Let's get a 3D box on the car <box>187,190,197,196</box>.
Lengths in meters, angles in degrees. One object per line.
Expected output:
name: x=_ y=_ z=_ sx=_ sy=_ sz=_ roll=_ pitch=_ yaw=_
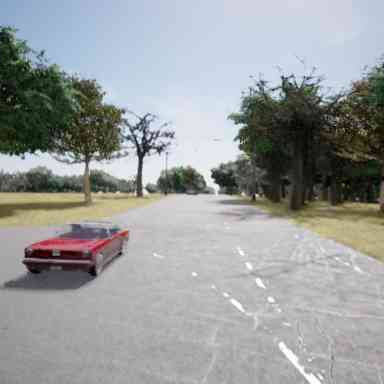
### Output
car: x=-0.049 y=0.255 z=80.441 sx=1.994 sy=1.385 sz=4.181 roll=1 pitch=1 yaw=8

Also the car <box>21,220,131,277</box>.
car: x=-3.346 y=1.604 z=10.555 sx=1.895 sy=1.301 sz=4.718 roll=2 pitch=0 yaw=2
